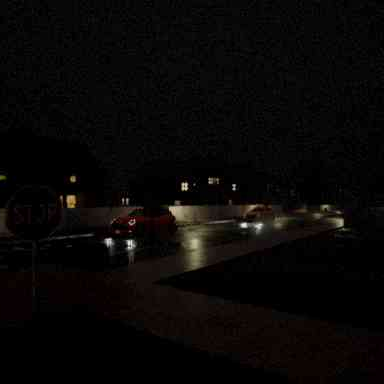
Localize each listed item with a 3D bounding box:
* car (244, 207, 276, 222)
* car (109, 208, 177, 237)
[{"bbox_3d":[7.295,2.331,35.364,1.882,1.535,5.008,0,-2,35],"label":"car"},{"bbox_3d":[-2.952,1.760,20.813,2.097,1.767,4.553,0,-2,35],"label":"car"}]
